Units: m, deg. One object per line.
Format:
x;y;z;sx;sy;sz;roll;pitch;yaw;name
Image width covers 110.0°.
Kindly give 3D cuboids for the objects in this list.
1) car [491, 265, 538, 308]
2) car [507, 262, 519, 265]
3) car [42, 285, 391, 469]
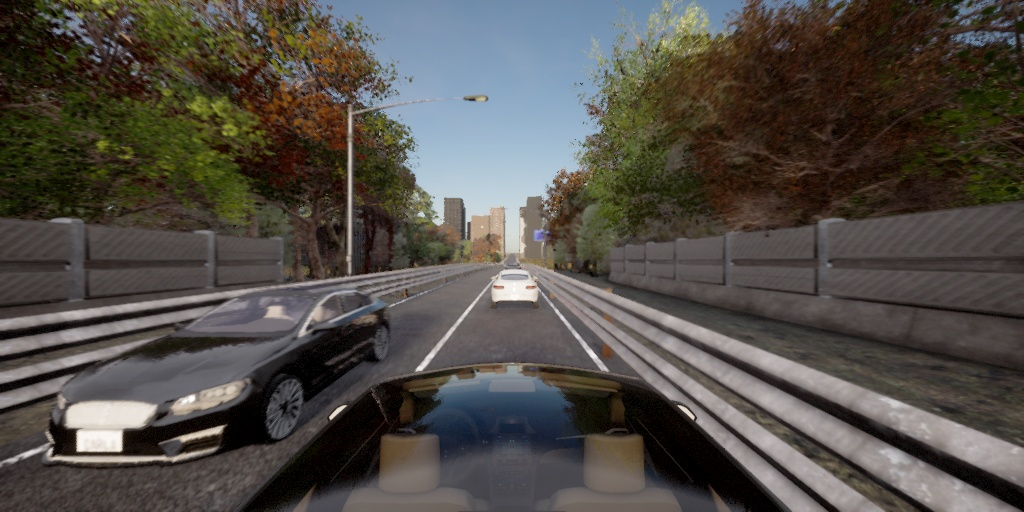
0.106;1.289;15.226;1.812;1.442;4.674;0;0;0;car
0.124;1.463;41.244;2.128;1.511;4.902;0;-1;0;car
-3.347;1.242;5.364;2.128;1.511;4.902;0;0;0;car
